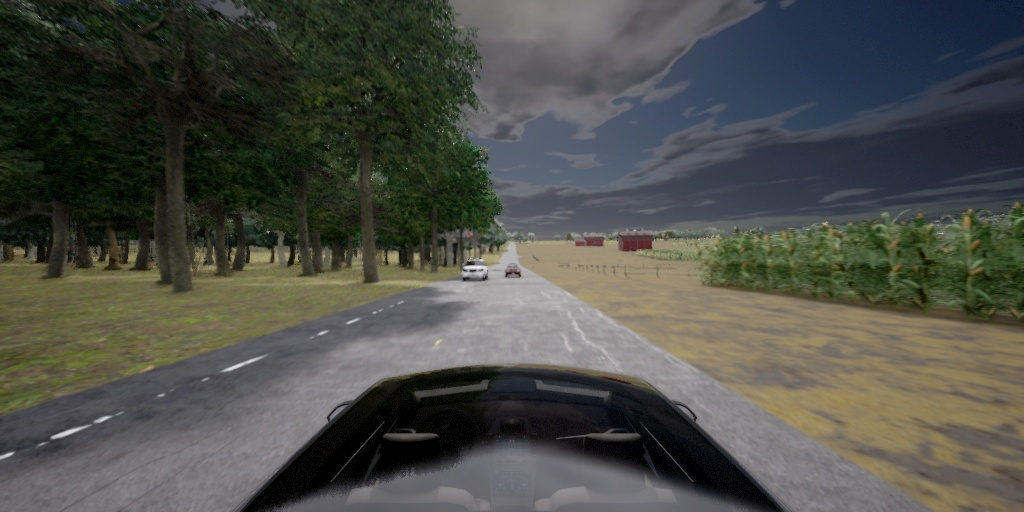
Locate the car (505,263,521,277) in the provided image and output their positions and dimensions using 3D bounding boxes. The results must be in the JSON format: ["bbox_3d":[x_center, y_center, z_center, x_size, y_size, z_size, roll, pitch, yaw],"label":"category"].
[{"bbox_3d":[0.131,1.758,42.662,1.895,1.301,4.718,-1,-1,0],"label":"car"}]

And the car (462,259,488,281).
[{"bbox_3d":[-3.563,1.341,35.459,2.150,2.045,5.566,-1,-1,0],"label":"car"}]
